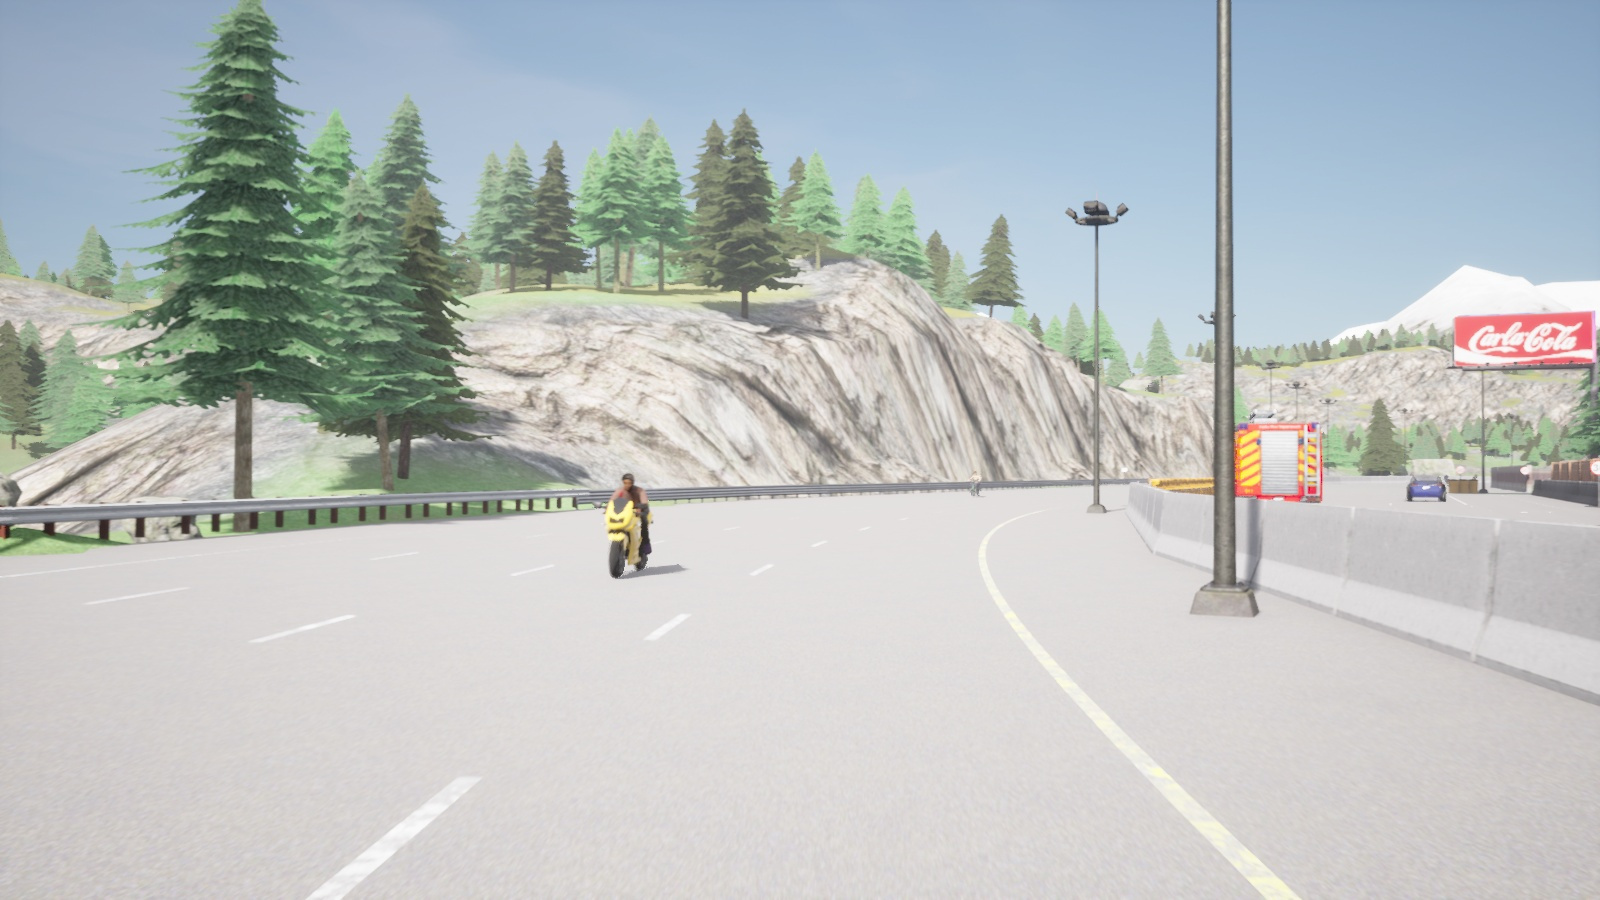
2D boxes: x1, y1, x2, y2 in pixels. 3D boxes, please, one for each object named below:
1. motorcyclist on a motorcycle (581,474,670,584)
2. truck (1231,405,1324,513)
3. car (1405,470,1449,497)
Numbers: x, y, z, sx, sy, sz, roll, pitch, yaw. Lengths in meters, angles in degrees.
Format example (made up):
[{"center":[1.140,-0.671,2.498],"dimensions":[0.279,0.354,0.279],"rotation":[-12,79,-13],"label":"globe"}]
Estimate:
[{"center":[-2.536,1.116,18.518],"dimensions":[0.797,1.523,2.044],"rotation":[1,-1,6],"label":"motorcyclist on a motorcycle"},{"center":[18.304,0.396,48.608],"dimensions":[2.891,3.827,8.468],"rotation":[-1,-1,18],"label":"truck"},{"center":[35.939,1.888,72.059],"dimensions":[2.163,1.488,4.792],"rotation":[-1,-1,26],"label":"car"}]
